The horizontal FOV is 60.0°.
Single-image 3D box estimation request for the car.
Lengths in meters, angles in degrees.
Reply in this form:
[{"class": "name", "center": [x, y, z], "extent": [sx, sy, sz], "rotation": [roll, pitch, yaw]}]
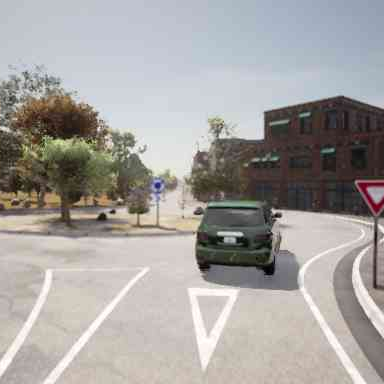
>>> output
[{"class": "car", "center": [1.722, 1.261, 11.033], "extent": [2.150, 2.045, 5.566], "rotation": [0, 1, 16]}]
